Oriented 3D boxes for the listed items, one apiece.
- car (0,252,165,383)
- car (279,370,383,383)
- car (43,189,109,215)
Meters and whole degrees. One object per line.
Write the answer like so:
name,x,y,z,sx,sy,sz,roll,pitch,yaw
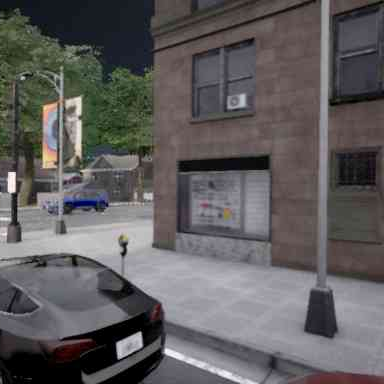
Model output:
car,-2.294,1.507,4.480,4.313,1.339,1.947,1,1,36
car,2.178,1.597,1.248,4.206,1.307,1.802,1,1,36
car,-9.595,0.787,28.021,2.150,2.045,5.566,1,1,36
